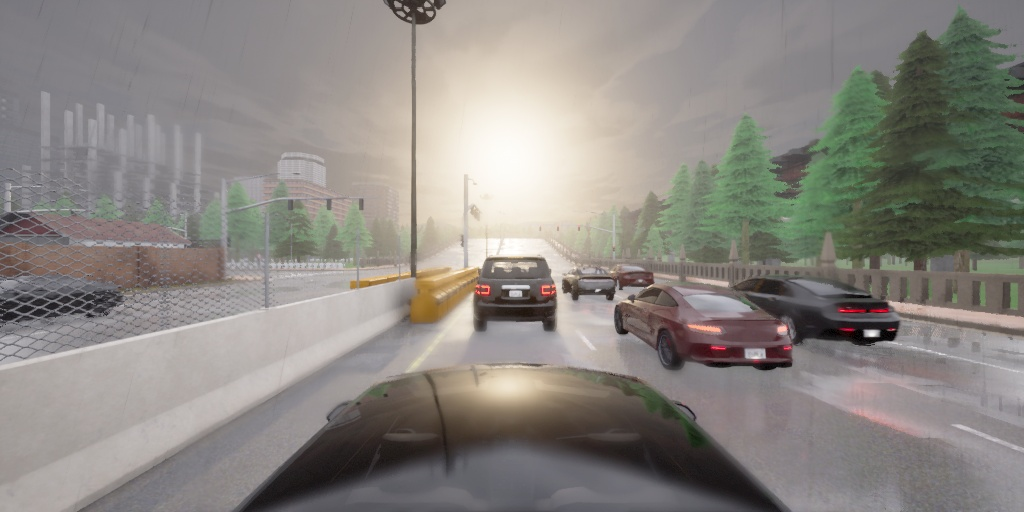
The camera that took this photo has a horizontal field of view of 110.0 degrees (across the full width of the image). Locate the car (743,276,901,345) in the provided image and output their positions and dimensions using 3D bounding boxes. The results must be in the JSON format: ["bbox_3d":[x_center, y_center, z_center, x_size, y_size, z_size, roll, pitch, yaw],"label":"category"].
[{"bbox_3d":[7.092,1.256,9.487,1.837,1.490,4.892,0,0,0],"label":"car"}]

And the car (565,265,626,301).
[{"bbox_3d":[3.585,1.242,17.416,2.128,1.511,4.902,0,0,0],"label":"car"}]

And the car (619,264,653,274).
[{"bbox_3d":[7.079,1.228,22.257,1.882,1.535,5.008,0,0,0],"label":"car"}]

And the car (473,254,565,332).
[{"bbox_3d":[0.088,0.971,11.038,2.150,2.045,5.566,0,0,0],"label":"car"}]

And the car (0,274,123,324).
[{"bbox_3d":[-14.091,1.276,10.195,1.812,1.442,4.674,0,0,0],"label":"car"}]

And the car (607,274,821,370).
[{"bbox_3d":[3.597,1.276,7.595,1.812,1.442,4.674,0,0,0],"label":"car"}]
